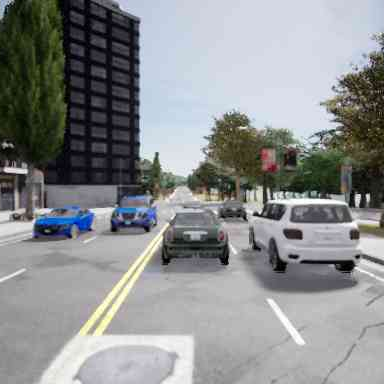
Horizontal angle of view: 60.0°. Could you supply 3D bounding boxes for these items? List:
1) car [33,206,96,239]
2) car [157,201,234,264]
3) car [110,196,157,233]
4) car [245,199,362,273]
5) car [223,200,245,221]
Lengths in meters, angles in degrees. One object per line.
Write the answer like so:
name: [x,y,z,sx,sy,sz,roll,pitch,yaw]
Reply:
car: [-6.592,1.514,17.671,1.882,1.535,5.008,0,0,0]
car: [0.104,1.369,12.003,2.097,1.767,4.553,0,0,0]
car: [-3.341,1.267,20.159,2.150,2.045,5.566,0,0,0]
car: [3.355,1.236,10.923,2.150,2.045,5.566,0,0,0]
car: [3.357,1.441,28.520,2.097,1.767,4.553,0,0,0]
